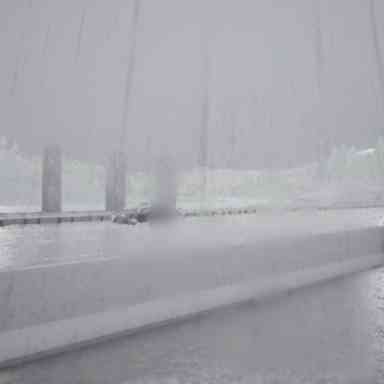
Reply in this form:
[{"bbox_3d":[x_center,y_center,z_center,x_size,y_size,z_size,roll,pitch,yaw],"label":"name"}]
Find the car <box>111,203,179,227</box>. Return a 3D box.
[{"bbox_3d":[-3.248,1.545,23.344,4.902,1.511,2.128,0,0,-37],"label":"car"}]
